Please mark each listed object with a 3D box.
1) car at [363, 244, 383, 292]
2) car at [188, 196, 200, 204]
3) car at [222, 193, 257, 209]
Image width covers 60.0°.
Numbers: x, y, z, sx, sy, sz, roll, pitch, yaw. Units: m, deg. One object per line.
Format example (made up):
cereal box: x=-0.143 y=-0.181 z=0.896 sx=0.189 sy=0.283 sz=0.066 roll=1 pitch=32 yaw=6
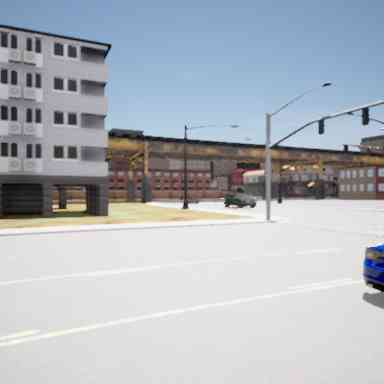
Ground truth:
car: x=6.015 y=1.469 z=7.232 sx=5.008 sy=1.535 sz=1.882 roll=0 pitch=0 yaw=-25
car: x=0.221 y=1.491 z=61.424 sx=1.812 sy=1.442 sz=4.674 roll=0 pitch=0 yaw=-6
car: x=6.466 y=1.190 z=45.175 sx=2.150 sy=2.045 sz=5.566 roll=0 pitch=0 yaw=-26
